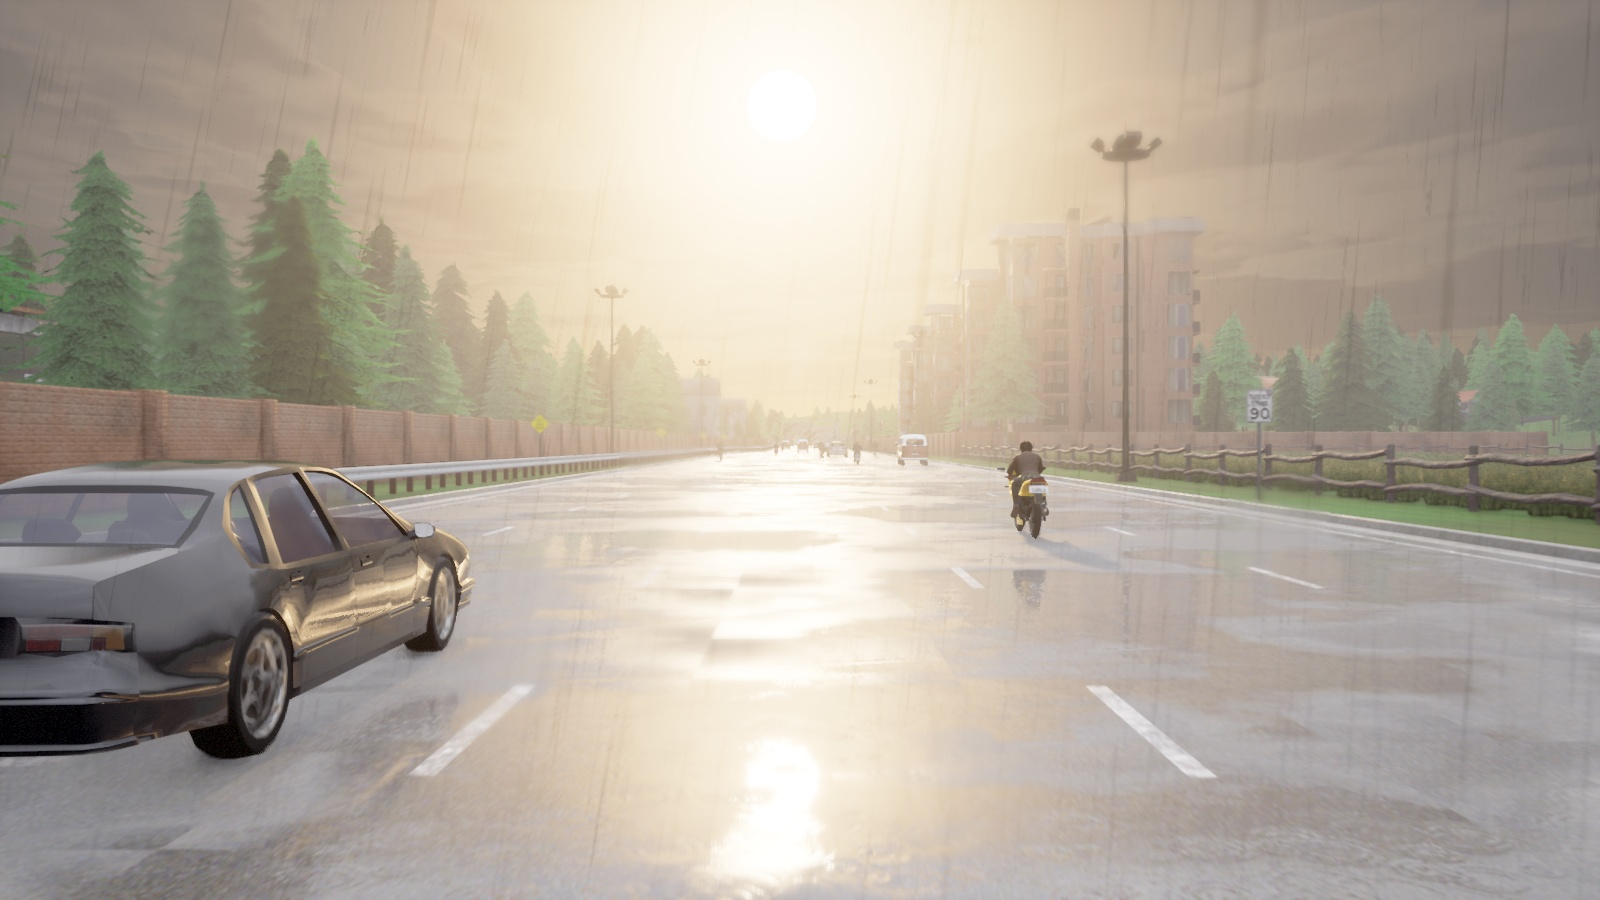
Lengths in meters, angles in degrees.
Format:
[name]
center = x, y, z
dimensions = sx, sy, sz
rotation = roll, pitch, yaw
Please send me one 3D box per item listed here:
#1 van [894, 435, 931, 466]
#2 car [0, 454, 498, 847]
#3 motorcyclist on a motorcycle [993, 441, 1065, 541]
[van]
center = 7.468, 0.004, 83.671
dimensions = 2.069, 2.038, 4.480
rotation = 0, 0, 0
[car]
center = -3.443, 0.750, 7.337
dimensions = 2.033, 1.411, 5.357
rotation = 0, 0, 0
[motorcyclist on a motorcycle]
center = 3.630, 0.618, 20.062
dimensions = 0.797, 1.523, 2.044
rotation = 0, 0, 0
